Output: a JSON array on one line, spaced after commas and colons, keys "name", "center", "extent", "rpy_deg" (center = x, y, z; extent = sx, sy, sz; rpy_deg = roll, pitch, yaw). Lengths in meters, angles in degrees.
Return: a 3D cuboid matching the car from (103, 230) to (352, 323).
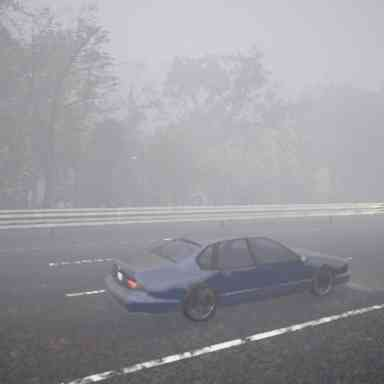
[{"name": "car", "center": [0.932, 1.554, 7.093], "extent": [5.357, 1.411, 2.033], "rpy_deg": [0, 0, -28]}]
